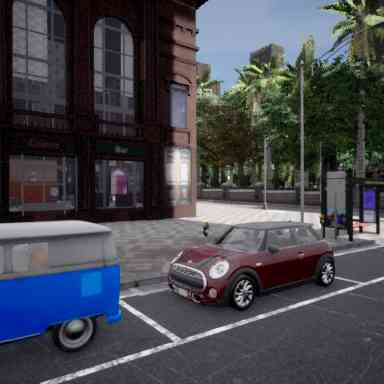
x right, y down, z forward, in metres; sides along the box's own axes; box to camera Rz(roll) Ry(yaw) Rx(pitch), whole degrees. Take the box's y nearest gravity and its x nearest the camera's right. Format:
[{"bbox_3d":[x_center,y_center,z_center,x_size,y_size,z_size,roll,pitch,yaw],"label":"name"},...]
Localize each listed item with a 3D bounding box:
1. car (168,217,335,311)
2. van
[{"bbox_3d":[1.439,1.440,7.685,4.097,1.590,1.967,0,0,-36],"label":"car"},{"bbox_3d":[-2.977,1.341,4.531,3.998,1.788,1.690,0,0,-36],"label":"van"}]
